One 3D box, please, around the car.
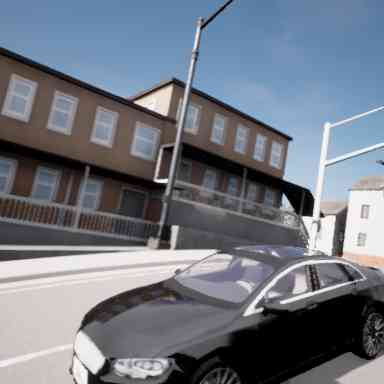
[{"bbox_3d":[0.928,1.561,4.632,4.902,1.511,2.128,2,-1,-35],"label":"car"}]
